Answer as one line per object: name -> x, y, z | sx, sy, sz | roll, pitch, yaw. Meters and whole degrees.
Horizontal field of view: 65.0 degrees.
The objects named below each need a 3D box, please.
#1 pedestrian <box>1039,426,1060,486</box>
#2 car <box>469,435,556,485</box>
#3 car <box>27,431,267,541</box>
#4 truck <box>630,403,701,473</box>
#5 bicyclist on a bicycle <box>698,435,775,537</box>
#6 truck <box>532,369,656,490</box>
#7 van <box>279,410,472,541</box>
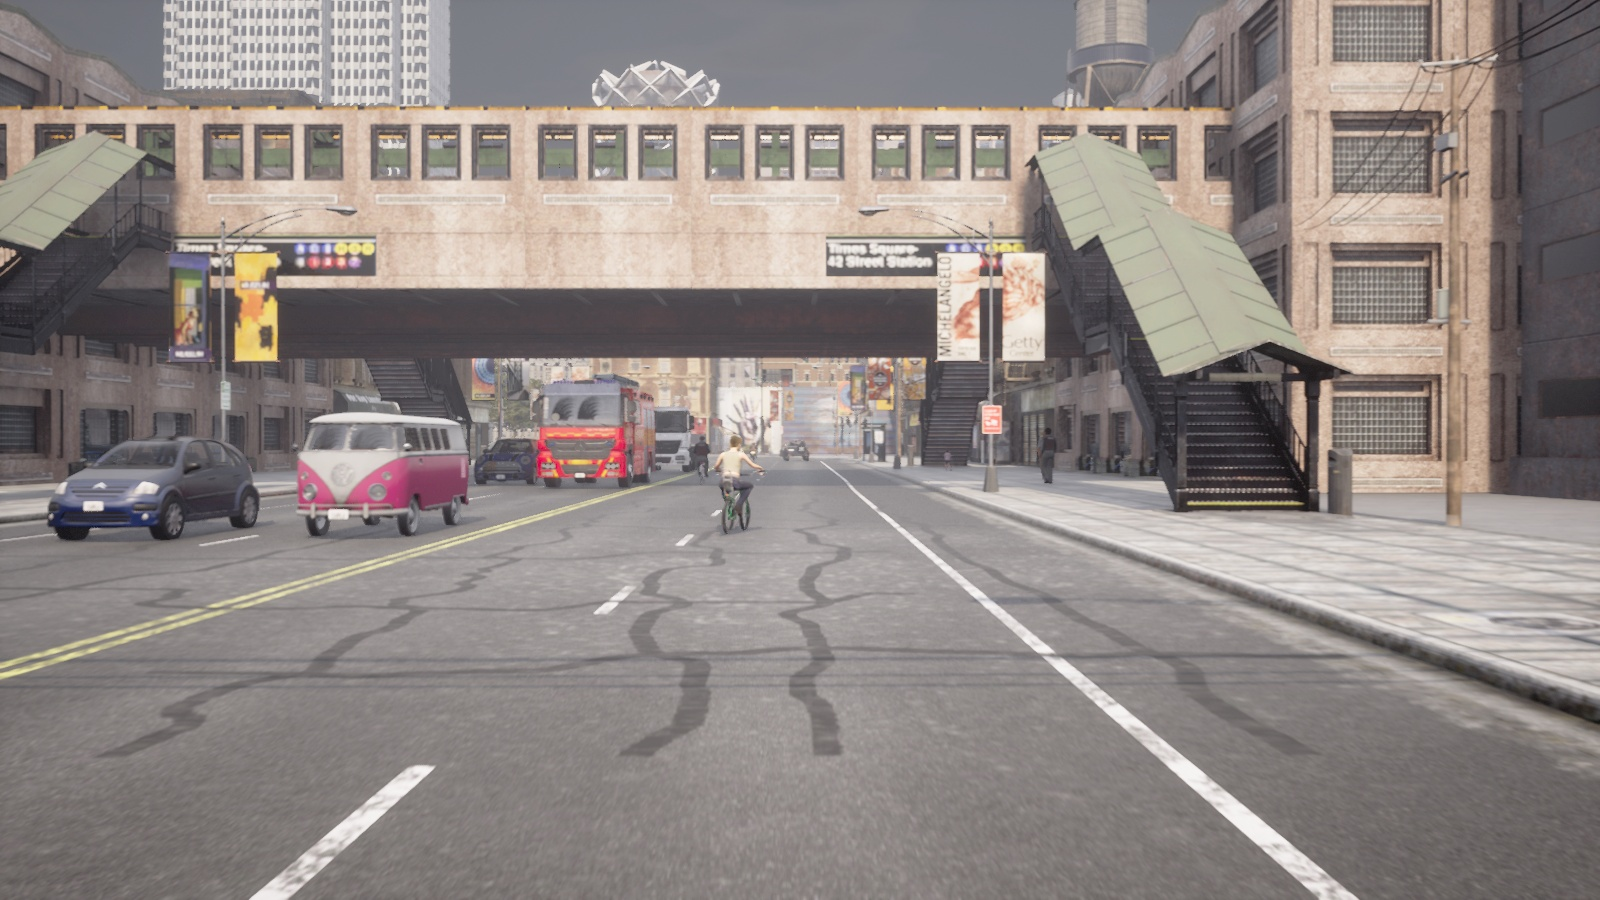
pedestrian -> 8.081, 0.180, 40.715 | 0.402, 1.930, 0.666 | 0, 0, -14
car -> -10.465, 0.338, 46.035 | 2.097, 1.767, 4.553 | 0, 0, 0
car -> -10.511, 0.521, 20.572 | 1.851, 1.617, 3.988 | 0, 0, 0
truck -> -6.947, -0.613, 66.038 | 2.891, 3.462, 7.936 | 0, 0, 0
bicyclist on a bicycle -> -1.028, 0.565, 20.774 | 0.866, 1.612, 1.509 | 0, 0, 14
truck -> -6.983, -0.671, 43.917 | 2.891, 3.827, 8.468 | 0, 0, 0
van -> -7.012, 0.374, 21.253 | 1.775, 1.987, 4.442 | 0, 0, 0
